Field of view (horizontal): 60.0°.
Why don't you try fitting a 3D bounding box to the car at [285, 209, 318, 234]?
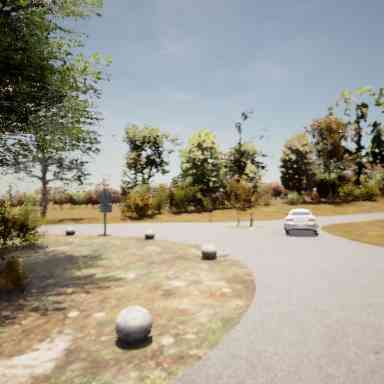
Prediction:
[{"bbox_3d":[6.885,1.779,20.934,1.812,1.442,4.674,-1,-1,19],"label":"car"}]
